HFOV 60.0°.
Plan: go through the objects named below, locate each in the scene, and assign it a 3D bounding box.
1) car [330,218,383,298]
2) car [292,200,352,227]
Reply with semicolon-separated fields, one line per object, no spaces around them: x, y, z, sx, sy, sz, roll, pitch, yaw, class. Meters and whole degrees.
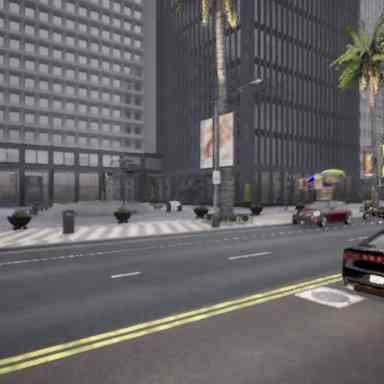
5.489;1.479;7.659;5.008;1.535;1.882;0;0;-35;car
8.886;1.357;22.622;4.553;1.767;2.185;0;0;-36;car
